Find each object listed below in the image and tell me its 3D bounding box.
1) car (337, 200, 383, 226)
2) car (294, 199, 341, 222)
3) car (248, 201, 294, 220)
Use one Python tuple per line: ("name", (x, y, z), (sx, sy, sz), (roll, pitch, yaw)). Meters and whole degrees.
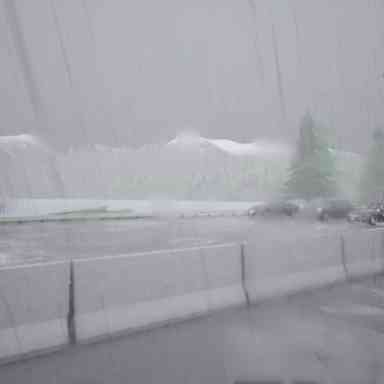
("car", (13.080, 1.530, 23.569), (4.902, 1.511, 2.128), (0, 0, -26))
("car", (10.776, 1.377, 26.319), (4.553, 1.767, 2.097), (0, 0, -26))
("car", (7.021, 1.497, 28.340), (4.902, 1.511, 2.128), (0, 0, -27))
